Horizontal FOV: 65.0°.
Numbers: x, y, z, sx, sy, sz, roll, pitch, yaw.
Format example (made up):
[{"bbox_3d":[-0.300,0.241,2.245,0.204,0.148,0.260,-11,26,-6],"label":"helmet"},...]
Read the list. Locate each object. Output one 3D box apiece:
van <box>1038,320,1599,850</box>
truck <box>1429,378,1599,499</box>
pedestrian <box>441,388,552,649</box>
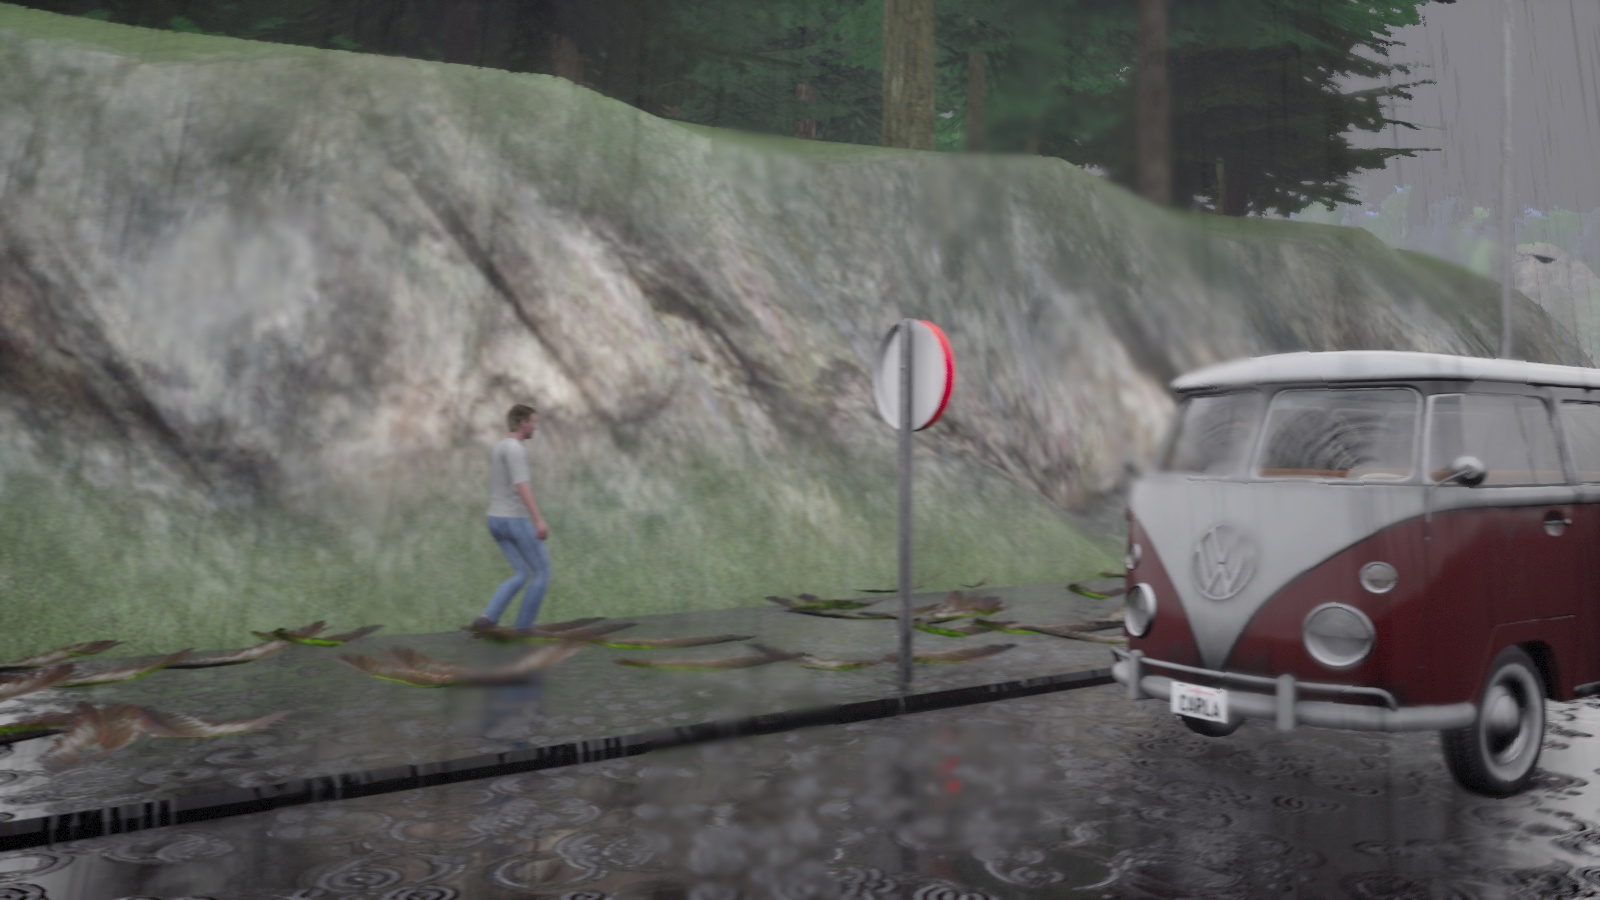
[{"bbox_3d":[3.503,0.510,6.706,4.442,1.987,1.775,0,0,-35],"label":"van"},{"bbox_3d":[25.743,-0.352,41.498,2.891,3.827,8.468,0,0,-36],"label":"truck"},{"bbox_3d":[-2.220,0.481,9.189,0.706,1.836,0.354,0,0,-35],"label":"pedestrian"}]
